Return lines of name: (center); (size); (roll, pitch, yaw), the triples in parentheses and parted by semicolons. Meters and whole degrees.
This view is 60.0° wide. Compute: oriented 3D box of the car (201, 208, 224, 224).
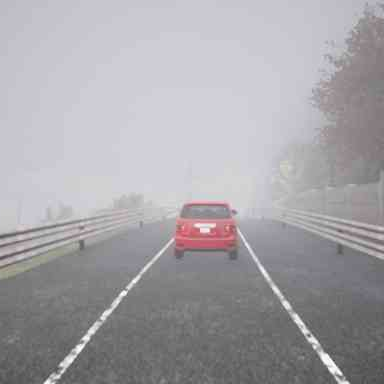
car: (1.858, 2.086, 29.951); (1.895, 1.301, 4.718); (0, -2, 4)

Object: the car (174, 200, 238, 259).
car: (0.606, 1.319, 13.172); (2.150, 2.045, 5.566); (0, 0, 4)

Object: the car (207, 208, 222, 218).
car: (3.085, 2.841, 44.426); (1.895, 1.301, 4.718); (0, -4, 5)

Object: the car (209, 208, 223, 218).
car: (3.728, 3.230, 50.937); (1.812, 1.442, 4.674); (0, -4, 7)
